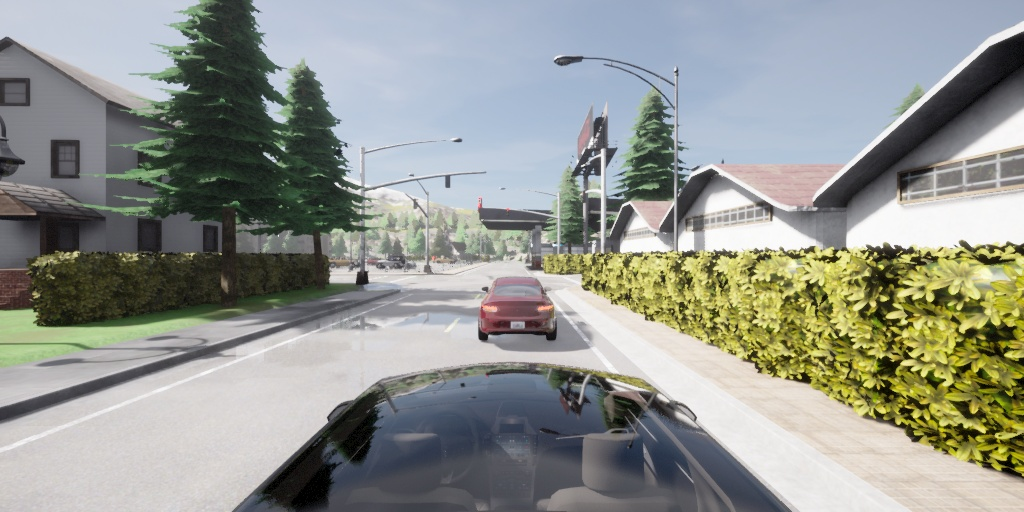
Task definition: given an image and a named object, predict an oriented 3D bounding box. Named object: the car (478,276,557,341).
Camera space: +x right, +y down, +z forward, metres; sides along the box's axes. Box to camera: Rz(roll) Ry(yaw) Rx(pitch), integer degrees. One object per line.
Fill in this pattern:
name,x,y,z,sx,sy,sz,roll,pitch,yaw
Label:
car,0.128,1.276,9.778,1.812,1.442,4.674,0,0,0
